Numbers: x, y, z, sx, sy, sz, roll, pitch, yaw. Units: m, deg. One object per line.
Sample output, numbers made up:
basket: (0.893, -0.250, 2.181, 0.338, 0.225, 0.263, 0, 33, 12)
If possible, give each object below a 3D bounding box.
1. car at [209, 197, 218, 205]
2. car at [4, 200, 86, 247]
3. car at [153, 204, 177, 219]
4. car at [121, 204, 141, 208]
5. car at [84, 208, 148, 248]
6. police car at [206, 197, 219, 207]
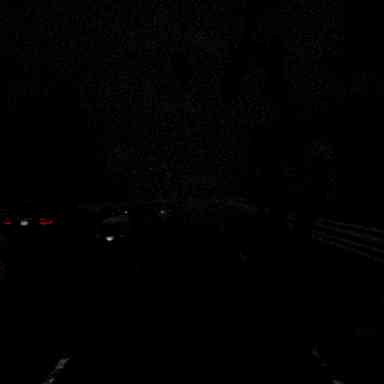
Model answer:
car: (5.251, 2.122, 80.419, 2.150, 2.045, 5.566, 0, -1, 6)
car: (-6.715, 1.384, 16.117, 2.150, 2.045, 5.566, 0, -1, 1)
car: (-2.668, 1.909, 33.081, 1.994, 1.385, 4.181, 0, -1, 2)
car: (-6.163, 1.910, 33.297, 1.994, 1.385, 4.181, 0, -1, 2)
car: (-3.225, 1.683, 15.517, 1.812, 1.442, 4.674, 0, -1, 1)
police car: (3.777, 2.134, 64.768, 1.930, 1.638, 5.238, 0, -1, 5)
